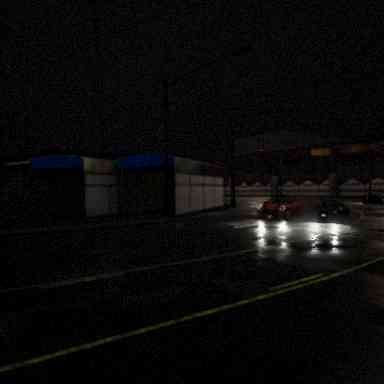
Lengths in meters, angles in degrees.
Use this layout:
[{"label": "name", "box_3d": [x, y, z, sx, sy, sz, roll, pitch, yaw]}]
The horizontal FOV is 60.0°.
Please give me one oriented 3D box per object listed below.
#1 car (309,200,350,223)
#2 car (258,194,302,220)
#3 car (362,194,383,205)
[{"label": "car", "box_3d": [9.392, 1.254, 22.571, 1.994, 1.385, 4.181, 0, 1, 34]}, {"label": "car", "box_3d": [6.554, 1.055, 24.615, 2.097, 1.767, 4.553, 0, 1, 34]}, {"label": "car", "box_3d": [23.089, 0.916, 41.747, 1.994, 1.385, 4.181, -1, 0, 5]}]
